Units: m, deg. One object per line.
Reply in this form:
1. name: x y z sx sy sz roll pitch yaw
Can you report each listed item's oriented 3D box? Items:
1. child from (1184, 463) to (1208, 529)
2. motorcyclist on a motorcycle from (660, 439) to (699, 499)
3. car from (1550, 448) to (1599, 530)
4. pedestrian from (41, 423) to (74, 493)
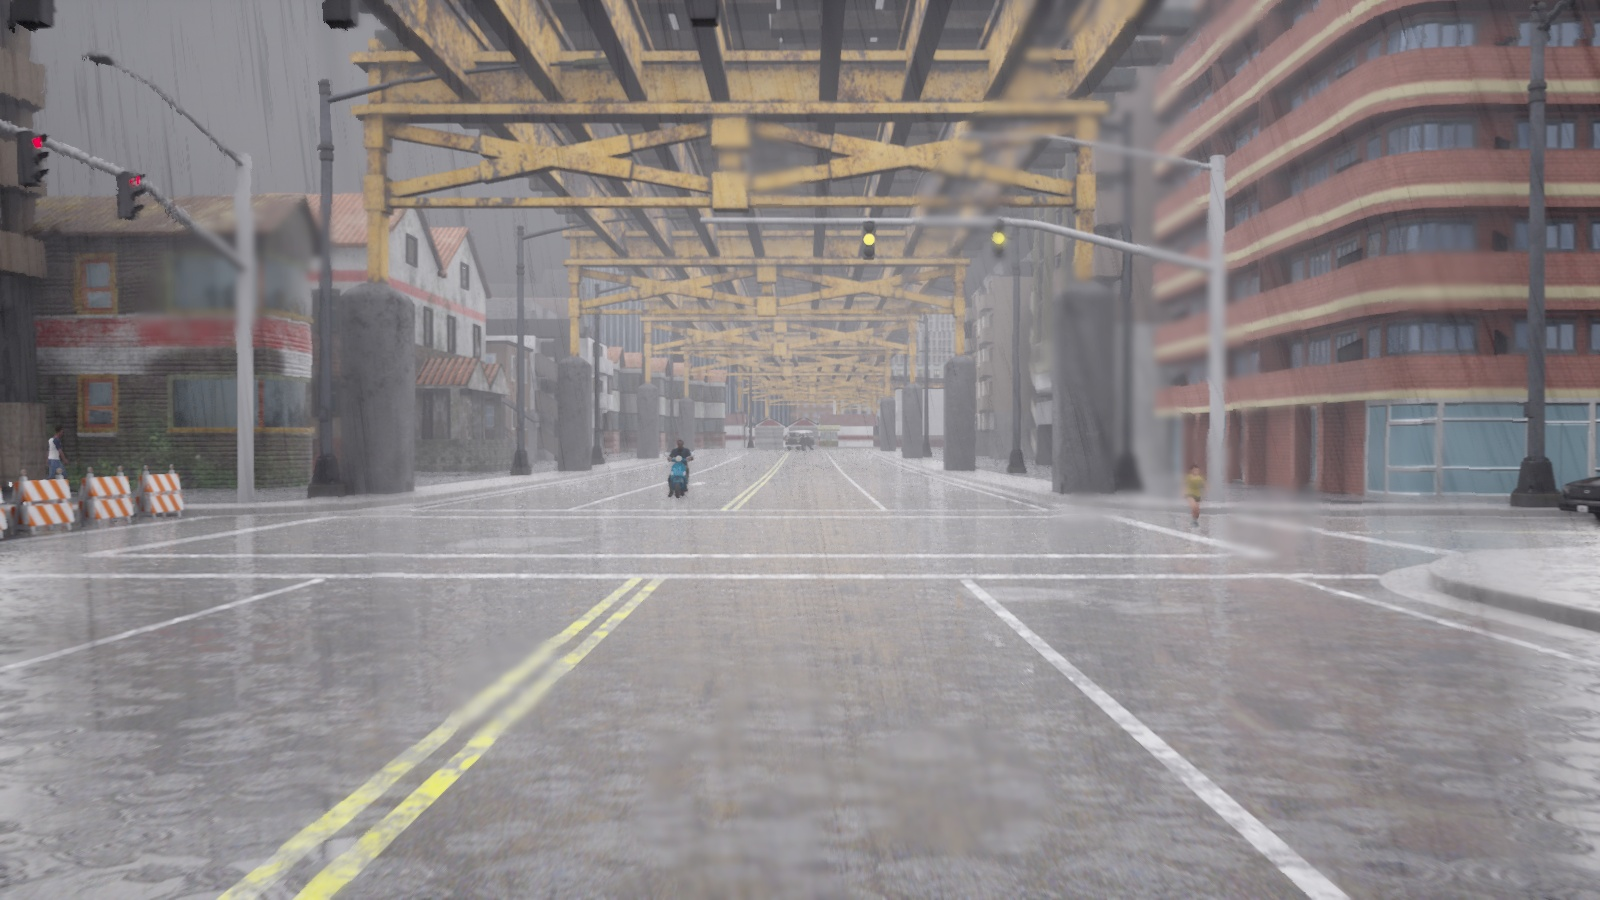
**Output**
1. child: 6.697 0.774 21.237 0.255 1.110 0.394 0 0 -7
2. motorcyclist on a motorcycle: -3.290 0.503 34.374 0.866 1.590 1.817 0 0 0
3. car: 16.574 0.682 22.218 5.357 1.411 2.033 0 0 1
4. pedestrian: -19.558 0.209 33.076 0.706 1.836 0.354 0 0 -39
